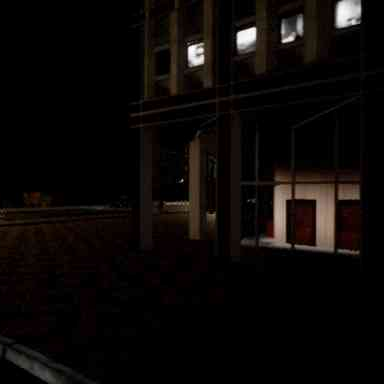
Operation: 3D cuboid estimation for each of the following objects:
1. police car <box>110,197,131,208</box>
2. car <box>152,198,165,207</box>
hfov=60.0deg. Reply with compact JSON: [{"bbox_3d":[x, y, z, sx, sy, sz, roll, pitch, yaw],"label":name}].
[{"bbox_3d":[-10.929,1.648,53.966,1.930,1.638,5.238,0,0,38],"label":"police car"},{"bbox_3d":[-6.428,1.764,54.534,1.812,1.442,4.674,0,0,39],"label":"car"}]
